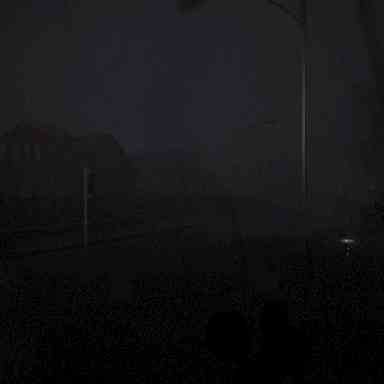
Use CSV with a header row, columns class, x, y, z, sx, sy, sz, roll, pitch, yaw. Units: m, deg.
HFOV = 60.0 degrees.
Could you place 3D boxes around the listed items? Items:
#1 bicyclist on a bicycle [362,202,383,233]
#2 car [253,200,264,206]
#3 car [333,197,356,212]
class,x,y,z,sx,sy,sz,roll,pitch,yaw
bicyclist on a bicycle,9.638,1.349,17.023,1.656,1.620,0.582,0,0,31
car,7.350,1.356,46.532,5.357,1.415,2.033,0,0,34
car,17.989,1.352,39.148,2.097,1.767,4.553,0,0,32
